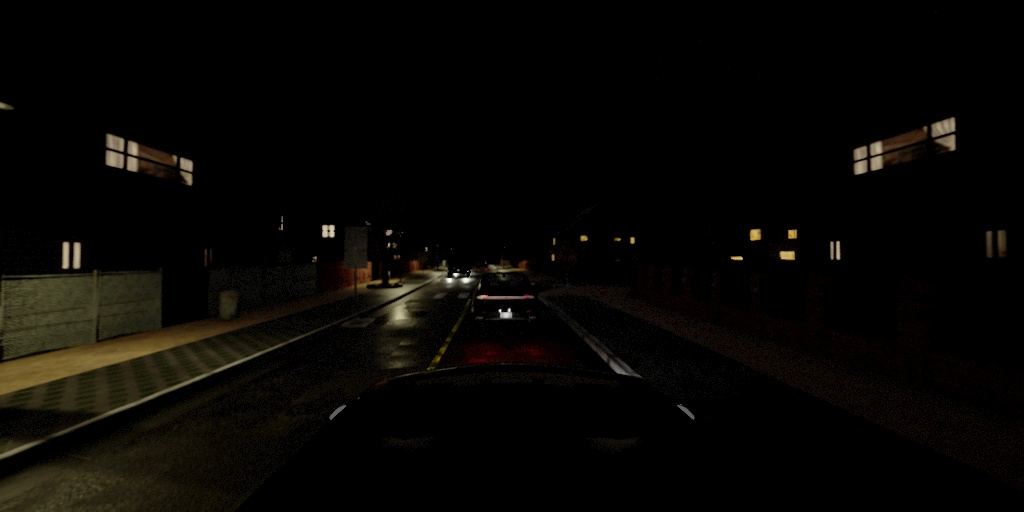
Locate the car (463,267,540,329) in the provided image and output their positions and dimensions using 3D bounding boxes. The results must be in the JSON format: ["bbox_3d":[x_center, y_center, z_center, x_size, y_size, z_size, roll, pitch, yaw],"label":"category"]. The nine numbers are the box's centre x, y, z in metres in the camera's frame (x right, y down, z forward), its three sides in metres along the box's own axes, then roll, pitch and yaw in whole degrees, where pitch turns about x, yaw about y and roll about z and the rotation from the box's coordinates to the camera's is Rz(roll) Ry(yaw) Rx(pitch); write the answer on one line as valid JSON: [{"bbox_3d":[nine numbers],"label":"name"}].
[{"bbox_3d":[-0.245,1.251,11.277,2.128,1.511,4.902,0,0,-2],"label":"car"}]

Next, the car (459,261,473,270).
[{"bbox_3d":[-7.686,1.544,60.194,2.033,1.411,5.357,0,-1,-5],"label":"car"}]

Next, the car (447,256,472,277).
[{"bbox_3d":[-5.413,1.057,37.064,2.150,2.045,5.566,0,0,-6],"label":"car"}]
